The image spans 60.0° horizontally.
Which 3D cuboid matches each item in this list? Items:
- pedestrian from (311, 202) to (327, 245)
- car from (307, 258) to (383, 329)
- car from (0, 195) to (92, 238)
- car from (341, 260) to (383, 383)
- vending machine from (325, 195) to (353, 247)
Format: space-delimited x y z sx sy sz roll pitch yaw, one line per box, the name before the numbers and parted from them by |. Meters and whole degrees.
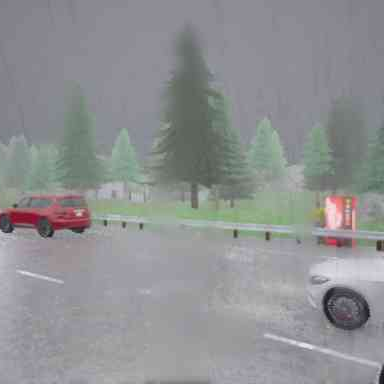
pedestrian | 5.342 1.277 13.943 0.375 1.860 0.375 0 0 35
car | 4.243 1.528 5.175 4.674 1.442 1.812 0 0 36
car | -7.663 1.147 17.257 5.566 2.045 2.150 0 0 31
car | 3.500 1.501 1.376 4.902 1.511 2.128 0 0 36
vending machine | 6.268 1.181 14.131 0.880 2.100 1.100 0 0 35
